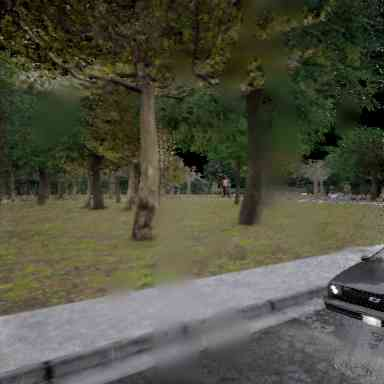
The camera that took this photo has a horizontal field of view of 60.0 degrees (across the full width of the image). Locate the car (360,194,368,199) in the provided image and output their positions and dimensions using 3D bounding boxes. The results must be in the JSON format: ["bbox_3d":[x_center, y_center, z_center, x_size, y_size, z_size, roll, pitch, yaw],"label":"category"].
[{"bbox_3d":[41.745,1.302,83.329,2.097,1.767,4.553,0,0,-12],"label":"car"}]

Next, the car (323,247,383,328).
[{"bbox_3d":[4.865,1.551,6.542,5.357,1.411,2.033,0,0,-36],"label":"car"}]

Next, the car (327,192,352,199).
[{"bbox_3d":[33.271,0.928,76.385,2.150,2.045,5.566,0,0,-12],"label":"car"}]

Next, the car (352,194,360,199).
[{"bbox_3d":[38.568,1.287,82.644,2.097,1.767,4.553,0,0,-12],"label":"car"}]
